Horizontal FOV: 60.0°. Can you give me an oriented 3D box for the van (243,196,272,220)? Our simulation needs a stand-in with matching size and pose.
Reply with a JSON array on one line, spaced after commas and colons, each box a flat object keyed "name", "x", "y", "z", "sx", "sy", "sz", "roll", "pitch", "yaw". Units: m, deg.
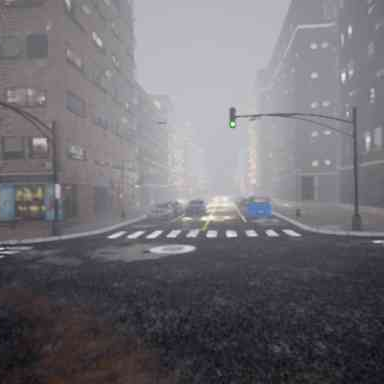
[{"name": "van", "x": 5.293, "y": 1.200, "z": 26.519, "sx": 1.690, "sy": 1.788, "sz": 3.998, "roll": -1, "pitch": 0, "yaw": 5}]

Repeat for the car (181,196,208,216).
[{"name": "car", "x": 0.473, "y": 1.434, "z": 31.942, "sx": 1.882, "sy": 1.535, "sz": 5.008, "roll": -1, "pitch": 0, "yaw": 5}]

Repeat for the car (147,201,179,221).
[{"name": "car", "x": -2.498, "y": 1.591, "z": 27.421, "sx": 1.802, "sy": 1.307, "sz": 4.206, "roll": -1, "pitch": 0, "yaw": 5}]

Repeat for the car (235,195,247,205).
[{"name": "car", "x": 7.958, "y": 1.285, "z": 54.565, "sx": 1.752, "sy": 1.417, "sz": 4.829, "roll": -1, "pitch": 0, "yaw": 5}]

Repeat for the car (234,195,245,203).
[{"name": "car", "x": 8.472, "y": 1.322, "z": 59.971, "sx": 1.802, "sy": 1.307, "sz": 4.206, "roll": -1, "pitch": 0, "yaw": 5}]

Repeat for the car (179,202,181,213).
[{"name": "car", "x": -1.971, "y": 1.535, "z": 32.985, "sx": 1.887, "sy": 1.381, "sz": 4.507, "roll": -1, "pitch": 0, "yaw": 5}]

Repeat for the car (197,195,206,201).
[{"name": "car", "x": 2.255, "y": 1.390, "z": 77.523, "sx": 1.947, "sy": 1.339, "sz": 4.313, "roll": -1, "pitch": 0, "yaw": 5}]

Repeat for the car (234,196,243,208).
[{"name": "car", "x": 6.884, "y": 1.367, "z": 43.246, "sx": 1.947, "sy": 1.339, "sz": 4.313, "roll": -1, "pitch": 0, "yaw": 5}]
